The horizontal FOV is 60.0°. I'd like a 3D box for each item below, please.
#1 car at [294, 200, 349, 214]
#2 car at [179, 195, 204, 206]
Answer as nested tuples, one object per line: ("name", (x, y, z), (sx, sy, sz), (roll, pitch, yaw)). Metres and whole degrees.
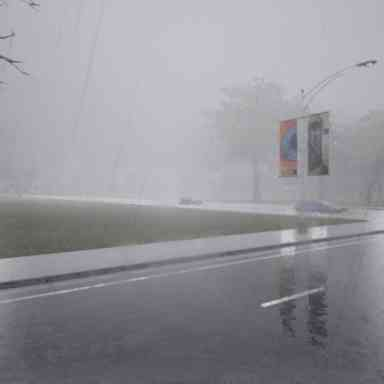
("car", (13.270, 1.529, 34.502), (2.033, 1.411, 5.357), (0, 0, -36))
("car", (-0.126, 1.262, 52.843), (2.097, 1.767, 4.553), (0, 0, -36))
